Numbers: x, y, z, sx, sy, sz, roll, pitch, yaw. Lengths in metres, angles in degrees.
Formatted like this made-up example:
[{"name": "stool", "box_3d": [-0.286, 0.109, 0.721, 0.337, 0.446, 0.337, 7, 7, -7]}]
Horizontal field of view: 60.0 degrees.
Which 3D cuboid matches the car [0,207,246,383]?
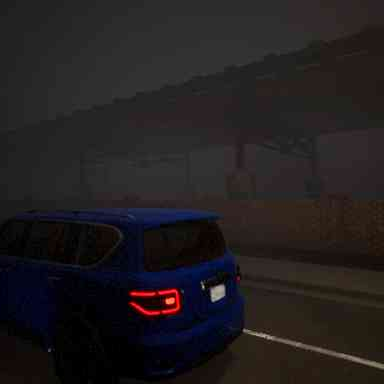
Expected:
[{"name": "car", "box_3d": [-1.885, 1.264, 5.337, 5.566, 2.045, 2.150, -1, 0, 35]}]
